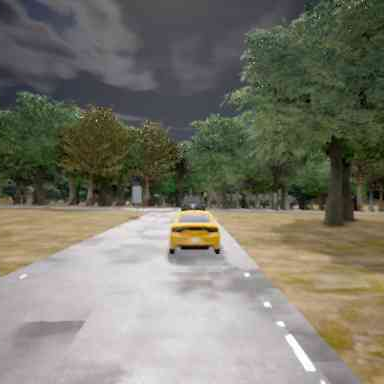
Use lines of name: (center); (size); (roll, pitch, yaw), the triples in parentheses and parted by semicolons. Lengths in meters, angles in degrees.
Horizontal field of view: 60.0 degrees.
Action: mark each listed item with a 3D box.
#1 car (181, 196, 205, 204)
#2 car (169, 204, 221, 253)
car: (0.097, 1.396, 31.836); (2.150, 2.045, 5.566); (0, -1, 0)
car: (0.099, 1.494, 13.766); (1.882, 1.535, 5.008); (0, 0, 0)
